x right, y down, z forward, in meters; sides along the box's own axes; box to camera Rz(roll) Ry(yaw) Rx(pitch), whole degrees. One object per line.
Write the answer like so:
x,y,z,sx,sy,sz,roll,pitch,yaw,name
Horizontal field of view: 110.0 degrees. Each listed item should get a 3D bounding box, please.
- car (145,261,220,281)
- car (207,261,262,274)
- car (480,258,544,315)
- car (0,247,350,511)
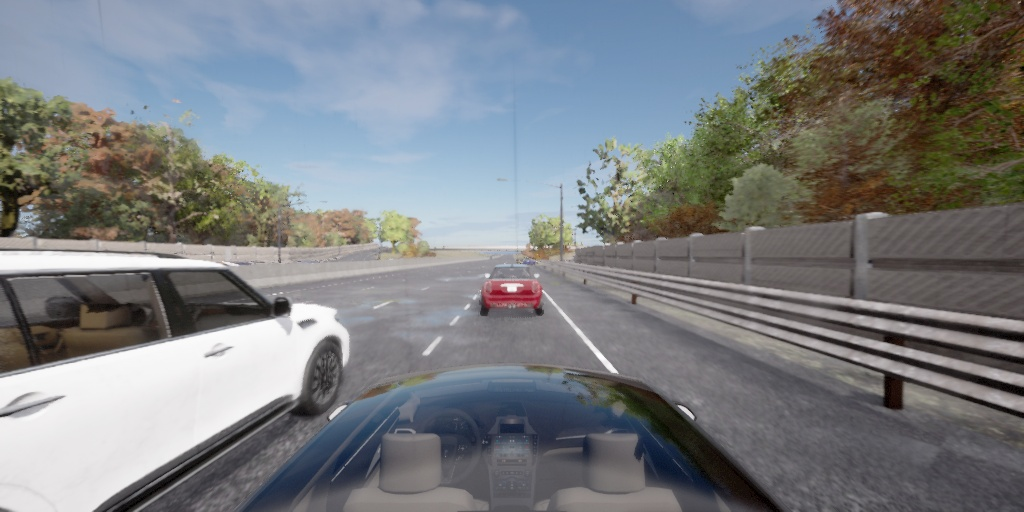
-28.051,1.224,30.799,1.837,1.490,4.892,0,1,1,car
-31.560,1.269,41.012,2.033,1.411,5.357,0,0,1,car
0.001,1.083,13.699,2.097,1.767,4.553,0,0,0,car
-3.401,0.970,2.793,2.150,2.045,5.566,0,0,0,car
